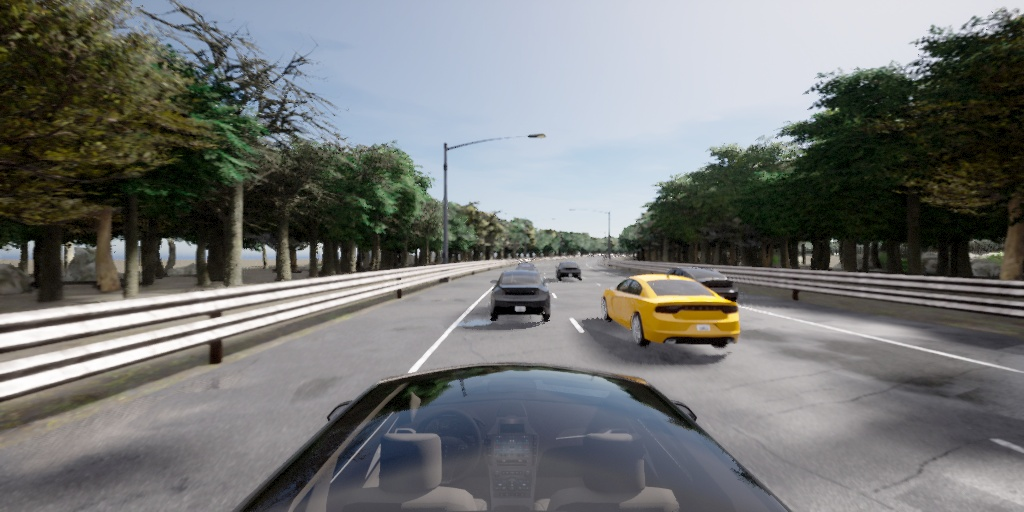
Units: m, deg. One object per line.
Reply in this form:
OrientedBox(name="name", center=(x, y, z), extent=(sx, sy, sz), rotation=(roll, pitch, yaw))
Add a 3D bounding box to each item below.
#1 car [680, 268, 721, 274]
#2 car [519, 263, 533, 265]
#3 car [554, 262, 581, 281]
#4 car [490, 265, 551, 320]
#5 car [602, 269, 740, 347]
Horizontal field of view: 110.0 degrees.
OrientedBox(name="car", center=(7.386, 1.244, 15.028), extent=(1.837, 1.490, 4.892), rotation=(0, 0, 2))
OrientedBox(name="car", center=(1.230, 1.277, 30.736), extent=(1.994, 1.385, 4.181), rotation=(0, 0, 4))
OrientedBox(name="car", center=(4.695, 1.222, 30.168), extent=(1.837, 1.490, 4.892), rotation=(0, 0, 4))
OrientedBox(name="car", center=(0.300, 1.241, 12.518), extent=(1.837, 1.490, 4.892), rotation=(0, 0, 2))
OrientedBox(name="car", center=(3.721, 1.221, 9.351), extent=(1.882, 1.535, 5.008), rotation=(0, 0, 1))
